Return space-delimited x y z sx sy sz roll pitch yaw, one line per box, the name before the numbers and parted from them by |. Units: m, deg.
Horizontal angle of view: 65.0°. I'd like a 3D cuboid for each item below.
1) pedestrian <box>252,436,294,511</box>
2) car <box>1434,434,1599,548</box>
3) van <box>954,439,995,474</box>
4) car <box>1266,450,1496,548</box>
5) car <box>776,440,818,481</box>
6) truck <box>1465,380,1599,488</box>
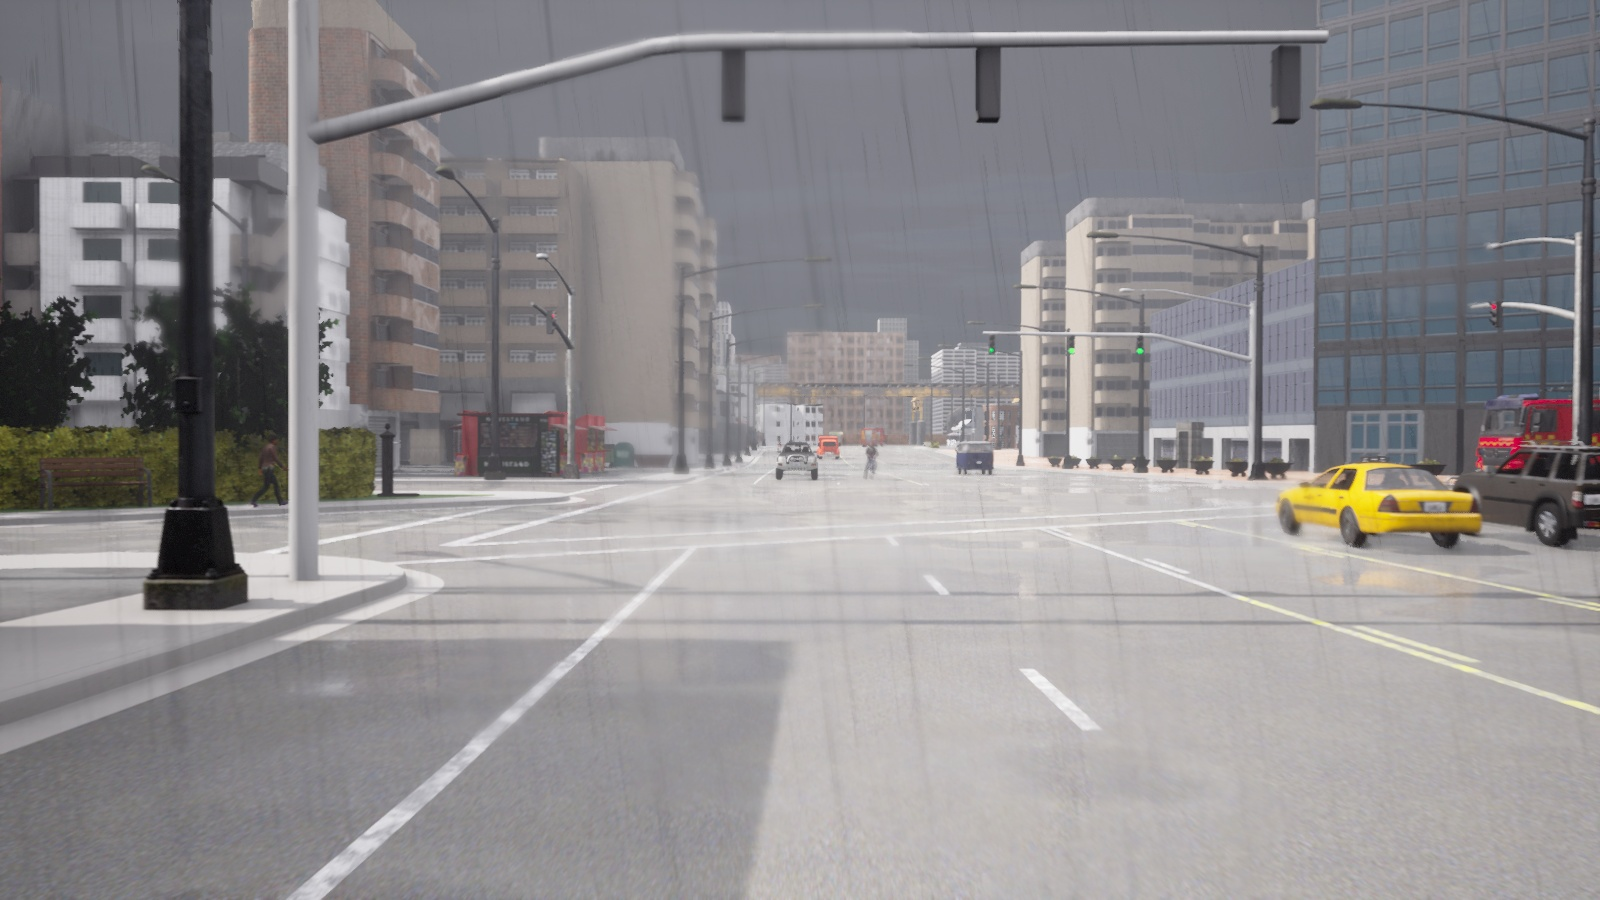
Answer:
pedestrian | -12.839 0.559 30.595 0.869 1.805 0.328 -1 1 -42
car | 13.935 0.660 23.382 1.932 1.855 4.605 0 1 0
van | 10.321 0.377 74.596 1.775 1.987 4.442 0 0 0
car | 10.407 0.794 23.033 1.801 1.575 5.366 0 0 1
car | -0.141 0.458 59.258 1.932 1.855 4.605 0 0 0
truck | 29.383 -0.598 46.045 8.468 3.827 2.891 0 1 0
